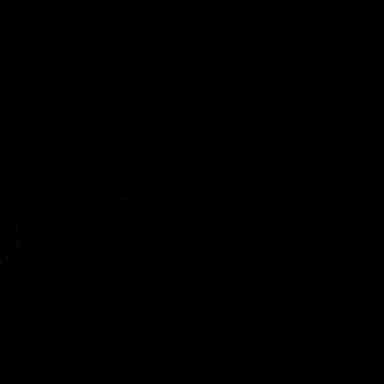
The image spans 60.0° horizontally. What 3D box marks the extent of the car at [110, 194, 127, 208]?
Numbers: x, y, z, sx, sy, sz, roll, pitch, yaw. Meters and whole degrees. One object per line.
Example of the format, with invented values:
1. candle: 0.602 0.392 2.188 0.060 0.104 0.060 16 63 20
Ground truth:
1. car: -10.942 1.274 49.717 2.150 2.045 5.566 -1 1 -7

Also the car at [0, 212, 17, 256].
1. car: -7.121 1.269 10.120 2.150 2.045 5.566 -1 0 -16
